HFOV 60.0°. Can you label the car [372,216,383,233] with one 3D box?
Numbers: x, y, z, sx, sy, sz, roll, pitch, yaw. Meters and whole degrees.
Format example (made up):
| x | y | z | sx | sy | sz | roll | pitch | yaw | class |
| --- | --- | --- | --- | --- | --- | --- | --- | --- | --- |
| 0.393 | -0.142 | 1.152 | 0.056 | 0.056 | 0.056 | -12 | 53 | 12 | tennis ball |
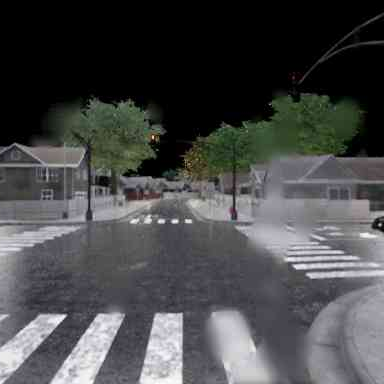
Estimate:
| x | y | z | sx | sy | sz | roll | pitch | yaw | class |
| --- | --- | --- | --- | --- | --- | --- | --- | --- | --- |
| 11.555 | 1.487 | 16.971 | 4.181 | 1.385 | 1.994 | 0 | 0 | -1 | car |
